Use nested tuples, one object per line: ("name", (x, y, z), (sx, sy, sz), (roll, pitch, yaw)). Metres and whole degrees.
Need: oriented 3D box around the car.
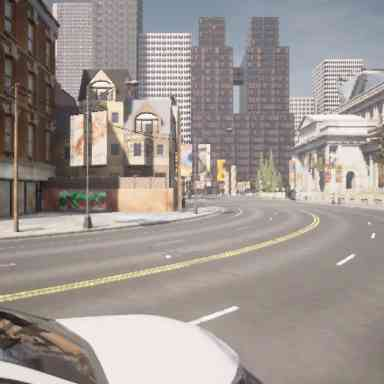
("car", (-1.651, 1.517, 2.101), (4.674, 1.442, 1.812), (0, 0, -36))
